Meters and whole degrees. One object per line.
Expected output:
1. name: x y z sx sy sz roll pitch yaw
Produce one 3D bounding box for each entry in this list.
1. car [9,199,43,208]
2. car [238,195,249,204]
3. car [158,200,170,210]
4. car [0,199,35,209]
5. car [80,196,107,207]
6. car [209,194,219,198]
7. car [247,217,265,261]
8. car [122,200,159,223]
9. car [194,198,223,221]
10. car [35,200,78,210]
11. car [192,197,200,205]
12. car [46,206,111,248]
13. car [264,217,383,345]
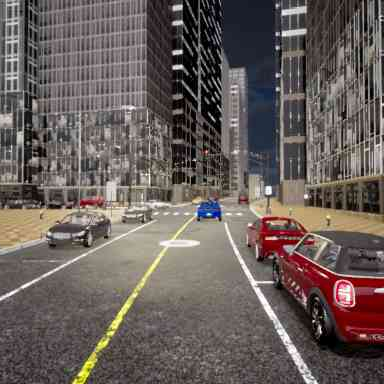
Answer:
1. car: -26.037 1.833 52.177 4.403 1.369 2.008 0 -1 13
2. car: 10.075 1.411 65.083 2.192 1.841 5.009 1 0 13
3. car: -5.340 1.700 44.006 4.718 1.301 1.895 -1 -1 30
4. car: -22.402 1.653 43.217 4.403 1.369 2.008 0 -1 13
5. car: -15.150 1.535 49.599 5.009 1.841 2.192 0 -1 13
6. car: 5.152 1.491 78.767 2.192 1.841 5.009 1 0 14
7. car: 3.006 1.547 11.967 1.887 1.381 4.507 1 0 3
8. car: -4.130 1.574 25.665 2.008 1.369 4.403 1 0 5
9. car: 1.478 1.494 27.135 1.882 1.535 5.008 0 0 5
10. car: -16.961 1.637 41.927 4.313 1.339 1.947 0 -1 13
11. car: 1.158 1.641 62.528 1.752 1.417 4.829 1 0 12
12. car: -4.881 1.561 14.875 2.008 1.369 4.403 1 0 3
13. car: 2.814 1.441 6.327 1.967 1.590 4.097 1 0 2
